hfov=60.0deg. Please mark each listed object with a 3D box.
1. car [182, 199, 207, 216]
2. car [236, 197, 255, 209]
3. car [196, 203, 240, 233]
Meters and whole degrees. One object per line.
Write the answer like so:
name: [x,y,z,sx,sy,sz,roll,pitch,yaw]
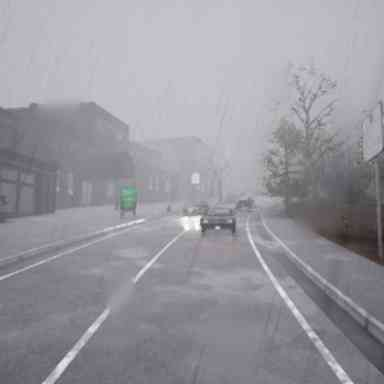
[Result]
car: [0.408,1.448,32.482,2.128,1.511,4.902,-1,0,14]
car: [6.657,1.332,41.306,1.837,1.490,4.892,-2,0,17]
car: [1.640,1.540,19.340,1.895,1.301,4.718,-1,0,8]
